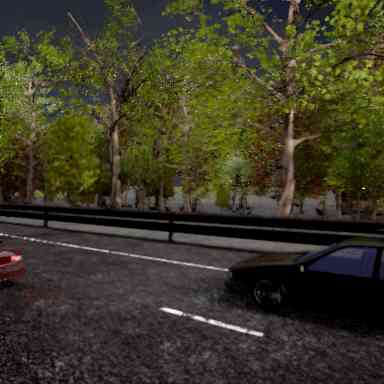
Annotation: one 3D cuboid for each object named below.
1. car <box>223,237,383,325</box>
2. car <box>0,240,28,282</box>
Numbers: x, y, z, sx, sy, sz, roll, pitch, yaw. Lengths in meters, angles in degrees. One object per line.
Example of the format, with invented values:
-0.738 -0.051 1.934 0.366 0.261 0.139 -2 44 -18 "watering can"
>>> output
3.263 1.549 5.963 5.357 1.411 2.033 0 0 36 "car"
-6.365 1.555 8.534 5.357 1.411 2.033 0 0 35 "car"
